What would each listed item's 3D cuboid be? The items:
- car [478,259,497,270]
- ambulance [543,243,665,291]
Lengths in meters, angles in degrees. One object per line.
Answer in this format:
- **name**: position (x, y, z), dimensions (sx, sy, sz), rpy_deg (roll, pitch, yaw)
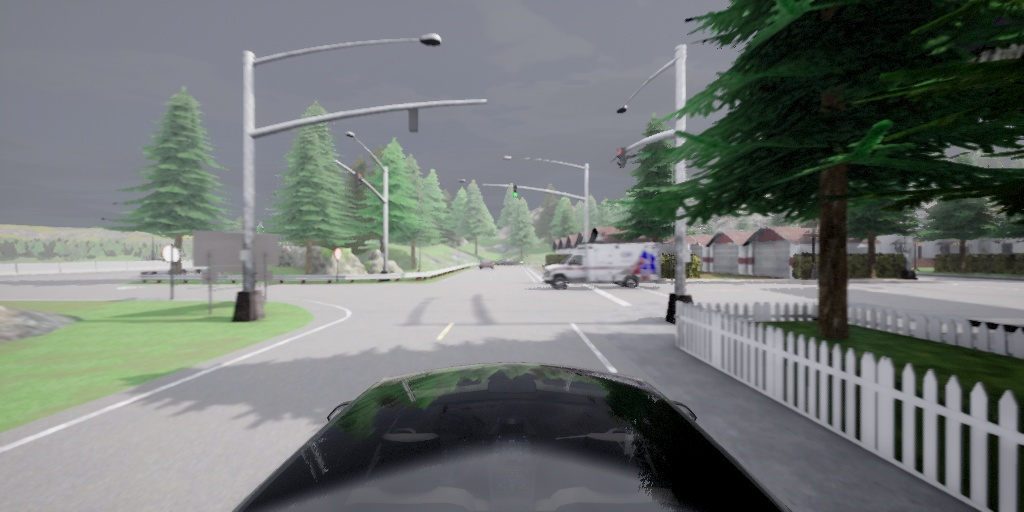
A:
- **car**: position (-3.566, 1.159, 50.431), dimensions (1.812, 1.442, 4.674), rpy_deg (0, 0, 1)
- **ambulance**: position (4.962, 0.564, 20.111), dimensions (6.366, 2.431, 2.351), rpy_deg (-1, 0, 0)
